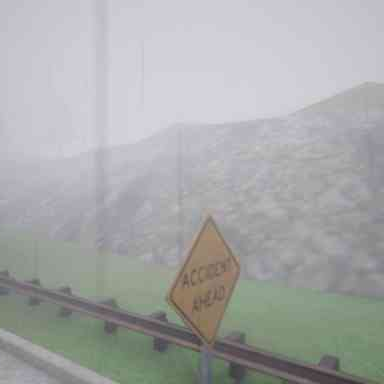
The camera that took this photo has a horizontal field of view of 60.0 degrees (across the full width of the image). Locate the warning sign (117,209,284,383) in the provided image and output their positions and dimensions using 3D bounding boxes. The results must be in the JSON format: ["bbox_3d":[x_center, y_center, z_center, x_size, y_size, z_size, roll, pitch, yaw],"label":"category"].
[{"bbox_3d":[0.138,1.133,3.218,1.060,1.860,1.300,-1,0,36],"label":"warning sign"}]
